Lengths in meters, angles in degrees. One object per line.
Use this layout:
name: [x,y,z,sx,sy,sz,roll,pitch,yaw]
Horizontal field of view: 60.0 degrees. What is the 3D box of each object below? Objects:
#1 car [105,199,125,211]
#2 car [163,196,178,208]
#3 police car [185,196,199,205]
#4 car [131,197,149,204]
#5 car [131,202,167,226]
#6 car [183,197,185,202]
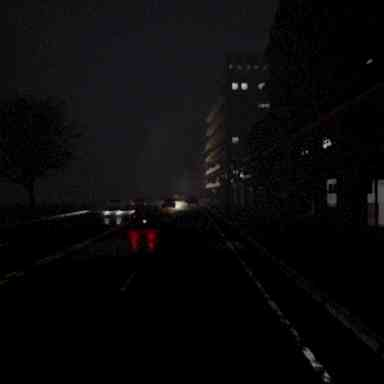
car: [-9.974,1.651,43.416,1.812,1.442,4.674,0,0,-1]
car: [-3.467,1.675,50.460,1.812,1.442,4.674,0,0,-2]
police car: [0.174,1.618,63.299,1.930,1.638,5.238,0,0,-3]
car: [-6.731,1.478,43.704,2.097,1.767,4.553,0,0,-1]
car: [-3.152,1.670,24.340,1.895,1.301,4.718,0,0,0]
car: [-0.391,1.754,73.260,1.812,1.442,4.674,0,0,-4]
